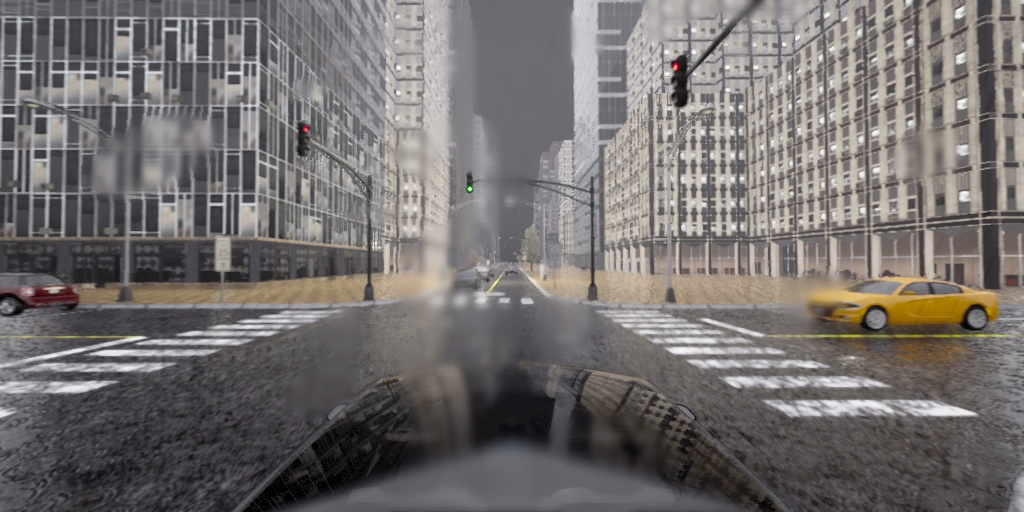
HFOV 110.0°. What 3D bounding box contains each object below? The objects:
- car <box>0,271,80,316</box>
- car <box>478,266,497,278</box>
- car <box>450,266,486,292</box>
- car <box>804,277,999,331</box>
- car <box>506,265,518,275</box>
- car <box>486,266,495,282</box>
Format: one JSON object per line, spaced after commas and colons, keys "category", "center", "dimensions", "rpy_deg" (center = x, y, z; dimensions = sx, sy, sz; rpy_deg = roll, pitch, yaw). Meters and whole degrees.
{"category": "car", "center": [-19.213, 1.352, 13.490], "dimensions": [4.097, 1.591, 1.967], "rpy_deg": [0, 0, -1]}
{"category": "car", "center": [-3.106, 1.993, 45.987], "dimensions": [2.033, 1.411, 5.357], "rpy_deg": [0, -1, 0]}
{"category": "car", "center": [-3.103, 1.633, 25.248], "dimensions": [1.837, 1.490, 4.892], "rpy_deg": [0, -1, 0]}
{"category": "car", "center": [12.050, 1.420, 11.296], "dimensions": [5.008, 1.535, 1.882], "rpy_deg": [0, -1, -2]}
{"category": "car", "center": [-0.017, 2.127, 55.298], "dimensions": [2.033, 1.411, 5.357], "rpy_deg": [0, -1, 0]}
{"category": "car", "center": [-3.105, 1.776, 35.472], "dimensions": [2.128, 1.511, 4.902], "rpy_deg": [0, -1, 0]}
